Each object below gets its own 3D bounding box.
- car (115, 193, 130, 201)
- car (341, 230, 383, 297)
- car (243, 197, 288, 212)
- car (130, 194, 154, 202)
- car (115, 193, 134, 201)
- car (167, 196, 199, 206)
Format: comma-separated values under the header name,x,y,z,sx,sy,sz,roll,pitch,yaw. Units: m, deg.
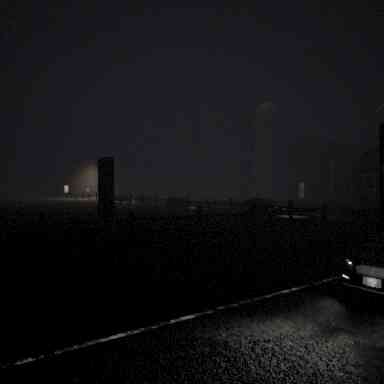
name,x,y,z,sx,sy,sz,roll,pitch,yaw
car,-12.847,1.032,60.380,2.033,1.411,5.357,-1,1,-36
car,5.480,1.489,7.907,4.902,1.511,2.128,0,0,-36
car,7.071,1.306,32.507,1.837,1.490,4.892,-1,1,-36
car,-8.677,1.084,59.318,1.895,1.301,4.718,-1,1,-36
car,-13.535,0.905,66.048,1.837,1.490,4.892,-1,1,-36
car,-1.302,1.214,44.154,2.033,1.411,5.357,-1,1,-36
